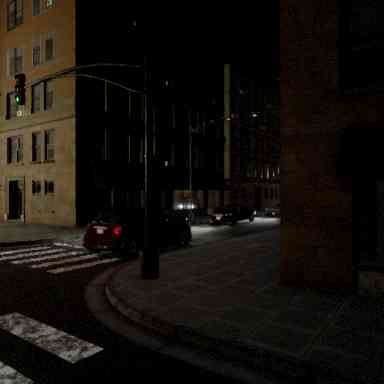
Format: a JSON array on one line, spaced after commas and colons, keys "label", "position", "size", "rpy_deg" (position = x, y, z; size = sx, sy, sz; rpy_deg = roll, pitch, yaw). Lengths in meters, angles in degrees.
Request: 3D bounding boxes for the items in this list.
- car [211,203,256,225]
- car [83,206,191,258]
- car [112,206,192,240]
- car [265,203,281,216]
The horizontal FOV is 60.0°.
[{"label": "car", "position": [3.309, 1.627, 25.861], "size": [2.128, 1.511, 4.902], "rpy_deg": [0, 0, 35]}, {"label": "car", "position": [-1.981, 1.412, 13.374], "size": [2.097, 1.767, 4.553], "rpy_deg": [0, 0, 36]}, {"label": "car", "position": [-2.027, 1.610, 18.392], "size": [1.812, 1.442, 4.674], "rpy_deg": [0, 0, 34]}, {"label": "car", "position": [9.217, 1.791, 34.120], "size": [1.895, 1.301, 4.718], "rpy_deg": [0, 0, 36]}]
